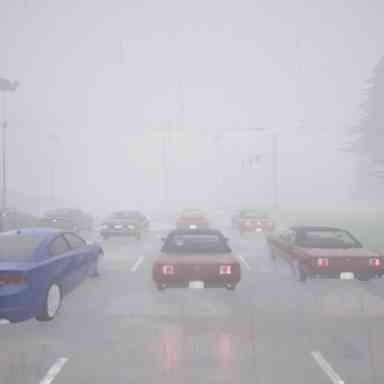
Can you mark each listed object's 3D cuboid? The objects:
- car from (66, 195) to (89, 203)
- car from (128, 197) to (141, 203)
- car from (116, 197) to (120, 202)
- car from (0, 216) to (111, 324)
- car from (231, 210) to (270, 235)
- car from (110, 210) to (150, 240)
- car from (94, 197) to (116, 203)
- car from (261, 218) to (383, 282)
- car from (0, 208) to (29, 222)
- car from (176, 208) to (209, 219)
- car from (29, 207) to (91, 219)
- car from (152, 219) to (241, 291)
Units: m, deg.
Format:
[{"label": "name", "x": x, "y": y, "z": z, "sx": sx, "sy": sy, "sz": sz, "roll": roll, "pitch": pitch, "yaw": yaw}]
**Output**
[{"label": "car", "x": -30.997, "y": 1.845, "z": 90.019, "sx": 5.566, "sy": 2.045, "sz": 2.150, "roll": 0, "pitch": -1, "yaw": 39}, {"label": "car", "x": -15.466, "y": 2.140, "z": 89.303, "sx": 1.812, "sy": 1.442, "sz": 4.674, "roll": 0, "pitch": -1, "yaw": -41}, {"label": "car", "x": -21.743, "y": 2.128, "z": 91.135, "sx": 4.892, "sy": 1.490, "sz": 1.837, "roll": 0, "pitch": -1, "yaw": 42}, {"label": "car", "x": -3.405, "y": 1.529, "z": 7.365, "sx": 1.882, "sy": 1.535, "sz": 5.008, "roll": 0, "pitch": -1, "yaw": 0}, {"label": "car", "x": 3.508, "y": 1.739, "z": 19.929, "sx": 1.895, "sy": 1.301, "sz": 4.718, "roll": 0, "pitch": 0, "yaw": -1}, {"label": "car", "x": -3.445, "y": 1.671, "z": 17.799, "sx": 2.033, "sy": 1.411, "sz": 5.357, "roll": 0, "pitch": 0, "yaw": -1}, {"label": "car", "x": -22.826, "y": 2.141, "z": 87.169, "sx": 2.033, "sy": 1.411, "sz": 5.357, "roll": 0, "pitch": -1, "yaw": -44}, {"label": "car", "x": 3.592, "y": 1.670, "z": 9.937, "sx": 1.895, "sy": 1.301, "sz": 4.718, "roll": 0, "pitch": 0, "yaw": 0}, {"label": "car", "x": -10.468, "y": 1.622, "z": 18.693, "sx": 2.128, "sy": 1.511, "sz": 4.902, "roll": 0, "pitch": 0, "yaw": -1}, {"label": "car", "x": 0.024, "y": 1.661, "z": 19.611, "sx": 1.812, "sy": 1.442, "sz": 4.674, "roll": 0, "pitch": 0, "yaw": -1}, {"label": "car", "x": -6.967, "y": 1.637, "z": 18.711, "sx": 1.837, "sy": 1.490, "sz": 4.892, "roll": 0, "pitch": 0, "yaw": -1}, {"label": "car", "x": 0.091, "y": 1.665, "z": 9.170, "sx": 1.895, "sy": 1.301, "sz": 4.718, "roll": 0, "pitch": 0, "yaw": 0}]
